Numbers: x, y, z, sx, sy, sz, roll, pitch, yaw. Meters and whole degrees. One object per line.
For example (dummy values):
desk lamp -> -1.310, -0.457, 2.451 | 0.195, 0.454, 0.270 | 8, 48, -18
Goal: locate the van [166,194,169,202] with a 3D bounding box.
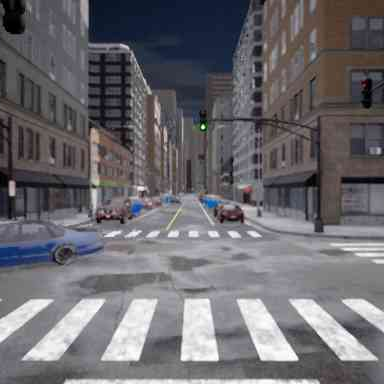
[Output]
van -> -5.739, 1.355, 68.978 | 1.690, 1.788, 3.998 | 0, 0, 0

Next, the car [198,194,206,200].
car -> 2.764, 1.464, 90.991 | 1.967, 1.590, 4.097 | 0, 0, 0

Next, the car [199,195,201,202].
car -> 2.793, 1.594, 63.484 | 1.802, 1.307, 4.206 | 0, 0, 0

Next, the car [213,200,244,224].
car -> 2.832, 1.548, 24.974 | 1.887, 1.381, 4.507 | 0, 0, 0

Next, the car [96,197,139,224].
car -> -5.694, 1.318, 24.966 | 2.192, 1.841, 5.009 | 0, 0, 0

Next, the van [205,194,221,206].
van -> 2.815, 1.348, 41.479 | 1.690, 1.788, 3.998 | 0, 0, 0

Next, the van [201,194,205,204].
van -> 2.804, 1.351, 52.482 | 1.690, 1.788, 3.998 | 0, 0, 0

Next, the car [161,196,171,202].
car -> -5.744, 1.567, 74.478 | 2.008, 1.369, 4.403 | 0, 0, 0

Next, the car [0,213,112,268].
car -> -5.438, 1.567, 10.049 | 5.357, 1.411, 2.033 | 0, 1, -35

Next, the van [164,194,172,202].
van -> -5.750, 1.359, 79.980 | 1.690, 1.788, 3.998 | 0, 0, 0

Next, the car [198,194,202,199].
car -> 2.782, 1.598, 74.487 | 1.802, 1.307, 4.206 | 0, 0, 0

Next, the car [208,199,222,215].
car -> 2.827, 1.571, 30.476 | 1.947, 1.339, 4.313 | 0, 0, 0

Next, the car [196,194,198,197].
car -> 2.775, 1.333, 79.988 | 2.192, 1.841, 5.009 | 0, 0, 0

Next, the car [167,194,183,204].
car -> -3.062, 1.601, 61.569 | 1.895, 1.301, 4.718 | 0, 0, 0

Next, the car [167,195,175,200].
car -> -5.761, 1.605, 90.982 | 1.802, 1.307, 4.206 | 0, 0, 0

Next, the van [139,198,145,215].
van -> -5.699, 1.346, 30.467 | 1.690, 1.788, 3.998 | 0, 0, 0

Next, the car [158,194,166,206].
car -> -5.722, 1.450, 52.473 | 1.967, 1.590, 4.097 | 0, 0, 0

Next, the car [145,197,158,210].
car -> -5.710, 1.447, 41.470 | 1.967, 1.590, 4.097 | 0, 0, 0
